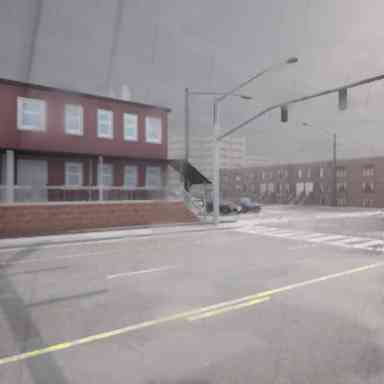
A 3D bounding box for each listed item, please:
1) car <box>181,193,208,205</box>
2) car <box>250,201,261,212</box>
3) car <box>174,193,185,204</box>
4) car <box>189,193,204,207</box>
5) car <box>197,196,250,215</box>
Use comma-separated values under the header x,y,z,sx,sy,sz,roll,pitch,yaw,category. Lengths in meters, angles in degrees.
x,y,z,sx,sy,sz,roll,pitch,yaw,category
0.400,1.201,62.050,2.150,2.045,5.566,0,0,-35,car
5.476,1.336,36.666,2.097,1.767,4.553,0,0,-35,car
-2.855,1.340,42.332,2.097,1.767,4.553,0,0,-35,car
-0.844,1.210,45.541,2.150,2.045,5.566,0,0,-35,car
3.105,1.478,33.961,2.128,1.511,4.902,0,0,-35,car
